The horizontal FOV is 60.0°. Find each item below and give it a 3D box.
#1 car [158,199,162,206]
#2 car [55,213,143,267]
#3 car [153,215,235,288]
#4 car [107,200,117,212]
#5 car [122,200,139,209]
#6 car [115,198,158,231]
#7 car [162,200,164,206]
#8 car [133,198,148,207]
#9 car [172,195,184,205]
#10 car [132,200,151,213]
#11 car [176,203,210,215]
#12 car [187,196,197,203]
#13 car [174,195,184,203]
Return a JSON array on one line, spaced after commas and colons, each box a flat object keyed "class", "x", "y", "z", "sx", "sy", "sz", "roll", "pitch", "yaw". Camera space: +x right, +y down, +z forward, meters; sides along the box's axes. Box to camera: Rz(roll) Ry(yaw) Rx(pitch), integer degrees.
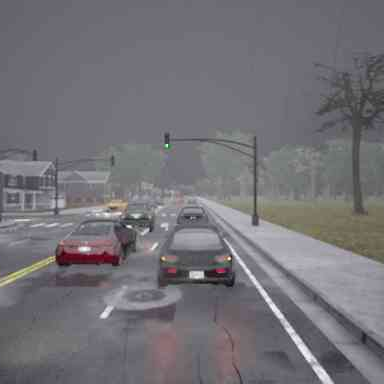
[{"class": "car", "x": -6.591, "y": 1.876, "z": 53.637, "sx": 2.128, "sy": 1.511, "sz": 4.902, "roll": 0, "pitch": 0, "yaw": 0}, {"class": "car", "x": -3.149, "y": 1.653, "z": 11.731, "sx": 1.994, "sy": 1.385, "sz": 4.181, "roll": 0, "pitch": 0, "yaw": 0}, {"class": "car", "x": 0.100, "y": 1.596, "z": 9.329, "sx": 1.812, "sy": 1.442, "sz": 4.674, "roll": 0, "pitch": 0, "yaw": 0}, {"class": "car", "x": -9.850, "y": 1.796, "z": 43.806, "sx": 1.882, "sy": 1.535, "sz": 5.008, "roll": 0, "pitch": 0, "yaw": -1}, {"class": "car", "x": -9.833, "y": 1.948, "z": 53.737, "sx": 1.994, "sy": 1.385, "sz": 4.181, "roll": 0, "pitch": 0, "yaw": 0}, {"class": "car", "x": -3.488, "y": 1.516, "z": 21.861, "sx": 2.097, "sy": 1.767, "sz": 4.553, "roll": 0, "pitch": 0, "yaw": -5}, {"class": "car", "x": -6.543, "y": 2.017, "z": 64.031, "sx": 1.994, "sy": 1.385, "sz": 4.181, "roll": 0, "pitch": 0, "yaw": 0}, {"class": "car", "x": -9.790, "y": 1.941, "z": 63.669, "sx": 2.128, "sy": 1.511, "sz": 4.902, "roll": 0, "pitch": 0, "yaw": 1}, {"class": "car", "x": -3.250, "y": 1.870, "z": 74.355, "sx": 2.097, "sy": 1.767, "sz": 4.553, "roll": 0, "pitch": 0, "yaw": 0}, {"class": "car", "x": -6.594, "y": 1.823, "z": 43.763, "sx": 1.837, "sy": 1.490, "sz": 4.892, "roll": 0, "pitch": 0, "yaw": 0}, {"class": "car", "x": 0.063, "y": 1.660, "z": 20.594, "sx": 1.837, "sy": 1.490, "sz": 4.892, "roll": 0, "pitch": 0, "yaw": 0}, {"class": "car", "x": 0.000, "y": 2.067, "z": 74.383, "sx": 1.994, "sy": 1.385, "sz": 4.181, "roll": 0, "pitch": 0, "yaw": 0}, {"class": "car", "x": -3.250, "y": 1.663, "z": 84.421, "sx": 2.150, "sy": 2.045, "sz": 5.566, "roll": 0, "pitch": 0, "yaw": 0}]
